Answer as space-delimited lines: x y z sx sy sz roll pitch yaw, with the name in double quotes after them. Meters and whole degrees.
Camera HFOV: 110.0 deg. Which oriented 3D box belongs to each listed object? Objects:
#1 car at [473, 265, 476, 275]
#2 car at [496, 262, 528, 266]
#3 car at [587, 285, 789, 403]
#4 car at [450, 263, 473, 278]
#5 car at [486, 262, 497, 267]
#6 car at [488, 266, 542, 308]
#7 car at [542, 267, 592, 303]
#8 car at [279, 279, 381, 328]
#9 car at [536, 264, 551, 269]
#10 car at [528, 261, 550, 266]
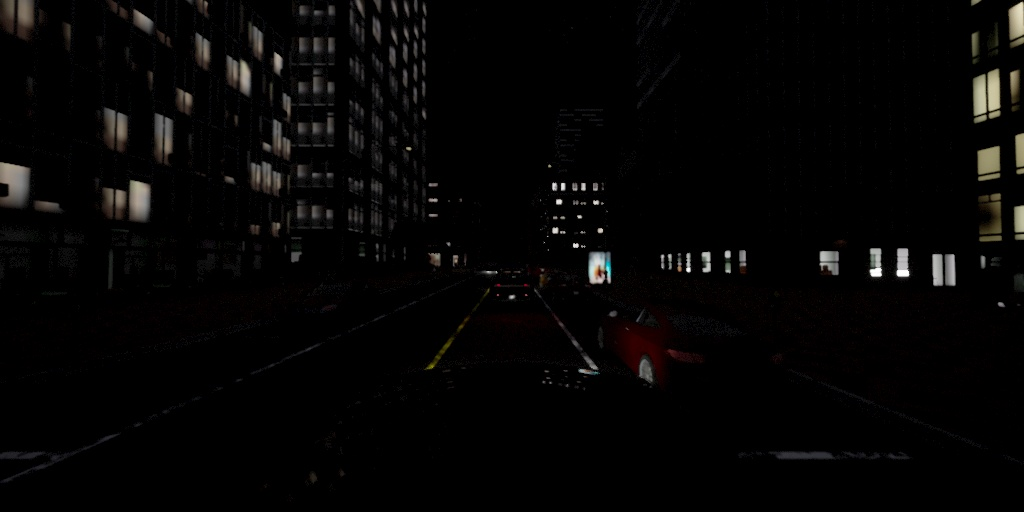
-5.680 1.607 45.134 1.967 1.591 4.097 0 0 0 "car"
0.010 1.525 31.156 2.128 1.511 4.902 0 0 0 "car"
2.693 1.375 6.217 1.802 1.307 4.207 0 0 0 "car"
-5.681 1.639 39.405 1.751 1.417 4.829 0 0 0 "car"
-2.992 1.849 61.220 1.812 1.442 4.674 0 -1 0 "car"
0.008 1.381 16.160 2.128 1.511 4.902 0 0 0 "car"
2.695 1.444 17.336 1.888 1.381 4.507 0 0 0 "car"
-5.687 1.428 11.778 1.802 1.307 4.207 0 0 0 "car"
2.697 1.478 23.065 1.751 1.417 4.829 0 0 0 "car"
2.698 1.374 34.013 2.192 1.841 5.009 0 0 0 "car"
